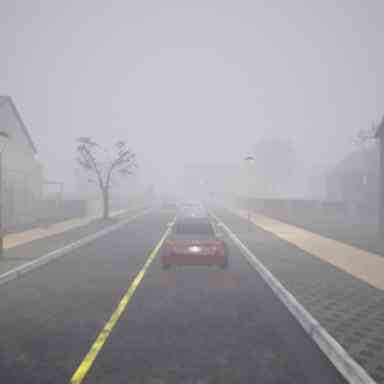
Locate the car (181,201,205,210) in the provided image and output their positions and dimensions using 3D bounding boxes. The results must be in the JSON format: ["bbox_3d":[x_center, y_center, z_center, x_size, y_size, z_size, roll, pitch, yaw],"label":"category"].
[{"bbox_3d":[0.093,1.449,26.490,1.812,1.442,4.674,0,0,0],"label":"car"}]

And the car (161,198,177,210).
[{"bbox_3d":[-2.802,1.426,41.887,2.033,1.411,5.357,0,0,0],"label":"car"}]

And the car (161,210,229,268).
[{"bbox_3d":[0.088,1.532,11.129,1.994,1.385,4.181,0,0,0],"label":"car"}]
